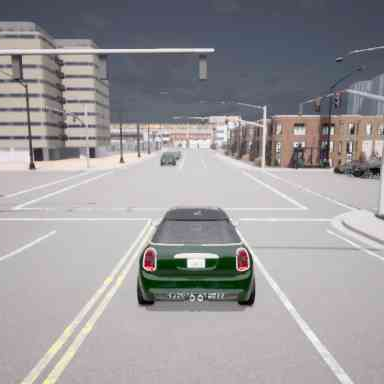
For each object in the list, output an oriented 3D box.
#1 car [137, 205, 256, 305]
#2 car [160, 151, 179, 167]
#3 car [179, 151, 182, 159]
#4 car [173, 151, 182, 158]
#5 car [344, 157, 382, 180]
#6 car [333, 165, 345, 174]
[{"bbox_3d":[0.083,1.072,7.698,2.097,1.767,4.553,0,4,0],"label":"car"},{"bbox_3d":[-3.538,-4.911,49.581,2.150,2.045,5.566,0,8,0],"label":"car"},{"bbox_3d":[-3.460,-6.906,65.219,1.994,1.385,4.181,0,9,1],"label":"car"},{"bbox_3d":[-3.417,-9.034,79.181,2.128,1.511,4.902,0,9,0],"label":"car"},{"bbox_3d":[18.382,-2.328,32.296,5.566,2.045,2.150,0,9,0],"label":"car"},{"bbox_3d":[17.543,-2.508,35.812,4.181,1.385,1.994,0,9,0],"label":"car"}]
